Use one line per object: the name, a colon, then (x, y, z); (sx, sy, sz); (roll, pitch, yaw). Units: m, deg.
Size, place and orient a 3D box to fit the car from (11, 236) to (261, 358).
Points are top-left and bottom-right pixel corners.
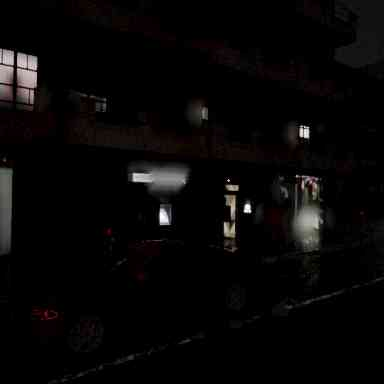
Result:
car: (-0.725, 1.546, 6.030); (4.507, 1.381, 1.887); (0, 1, -36)
